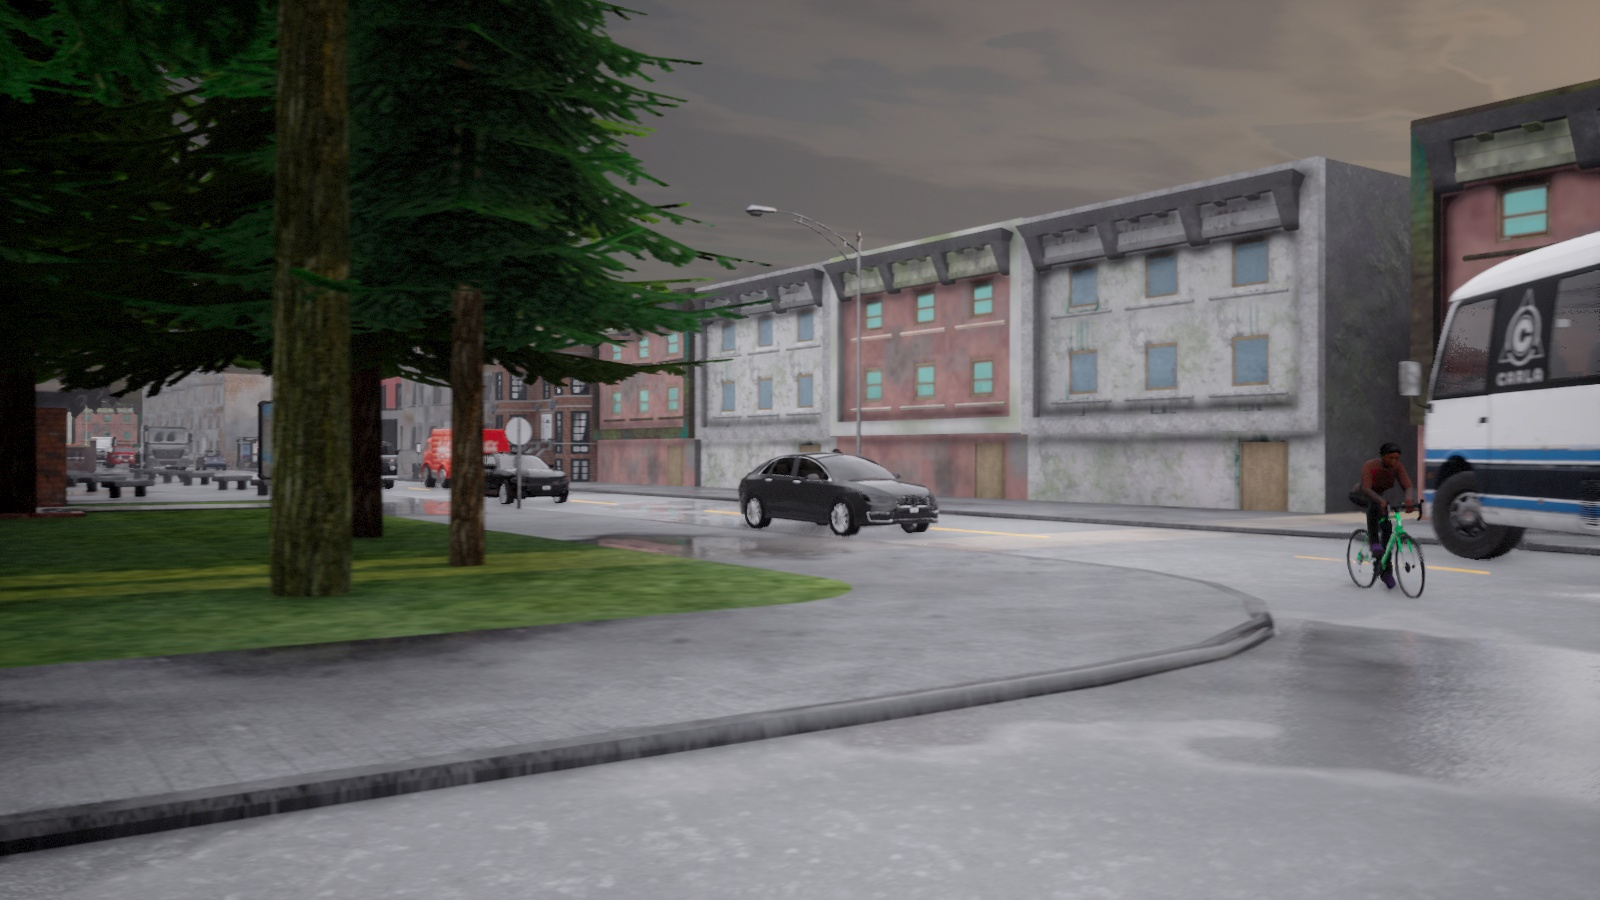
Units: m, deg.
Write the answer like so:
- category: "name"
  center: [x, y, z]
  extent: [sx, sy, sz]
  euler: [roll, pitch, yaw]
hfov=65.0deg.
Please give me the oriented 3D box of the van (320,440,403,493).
- category: "van"
  center: [-17.710, 0.630, 50.600]
  extent: [2.069, 2.038, 4.480]
  euler: [0, 0, -35]

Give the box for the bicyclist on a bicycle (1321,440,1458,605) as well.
- category: "bicyclist on a bicycle"
  center: [6.219, 0.719, 13.341]
  extent: [0.582, 1.620, 1.656]
  euler: [-2, 0, -2]

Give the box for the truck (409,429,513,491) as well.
- category: "truck"
  center: [-14.281, 0.418, 52.672]
  extent: [2.627, 2.467, 5.204]
  euler: [0, 0, -35]

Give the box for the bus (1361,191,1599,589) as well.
- category: "bus"
  center: [10.591, -0.617, 14.670]
  extent: [3.944, 4.253, 10.273]
  euler: [1, 0, 3]

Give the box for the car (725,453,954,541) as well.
- category: "car"
  center: [0.617, 0.807, 23.946]
  extent: [1.837, 1.490, 4.892]
  euler: [0, 0, -35]

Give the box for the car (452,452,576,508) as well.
- category: "car"
  center: [-8.562, 0.832, 37.295]
  extent: [1.882, 1.535, 5.008]
  euler: [0, 0, -35]
